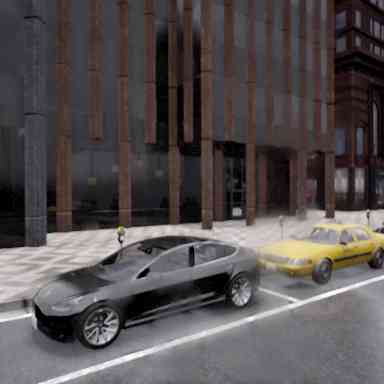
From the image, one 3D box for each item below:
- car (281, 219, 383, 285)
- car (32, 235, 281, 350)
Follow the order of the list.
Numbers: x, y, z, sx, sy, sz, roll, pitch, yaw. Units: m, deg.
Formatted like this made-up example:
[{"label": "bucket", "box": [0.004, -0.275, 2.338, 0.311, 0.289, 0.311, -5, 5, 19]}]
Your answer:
[{"label": "car", "box": [3.871, 1.485, 9.401, 4.829, 1.417, 1.752, 0, 0, -35]}, {"label": "car", "box": [-0.582, 1.551, 6.231, 4.313, 1.339, 1.947, 0, 0, -35]}]
